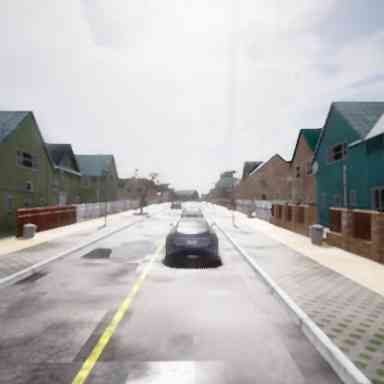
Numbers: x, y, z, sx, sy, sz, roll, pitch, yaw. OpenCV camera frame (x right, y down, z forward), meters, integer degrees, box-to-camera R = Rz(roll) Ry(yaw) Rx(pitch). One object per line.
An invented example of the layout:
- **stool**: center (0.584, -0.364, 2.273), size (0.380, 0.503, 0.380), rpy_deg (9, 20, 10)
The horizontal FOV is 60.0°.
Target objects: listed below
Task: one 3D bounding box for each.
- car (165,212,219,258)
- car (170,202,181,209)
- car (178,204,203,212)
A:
- **car**: center (0.018, 1.724, 13.409), size (1.994, 1.385, 4.181), rpy_deg (0, -1, 1)
- **car**: center (-2.800, 2.371, 58.603), size (1.895, 1.301, 4.718), rpy_deg (0, -1, 0)
- **car**: center (0.020, 1.949, 28.345), size (1.895, 1.301, 4.718), rpy_deg (0, -1, 0)
